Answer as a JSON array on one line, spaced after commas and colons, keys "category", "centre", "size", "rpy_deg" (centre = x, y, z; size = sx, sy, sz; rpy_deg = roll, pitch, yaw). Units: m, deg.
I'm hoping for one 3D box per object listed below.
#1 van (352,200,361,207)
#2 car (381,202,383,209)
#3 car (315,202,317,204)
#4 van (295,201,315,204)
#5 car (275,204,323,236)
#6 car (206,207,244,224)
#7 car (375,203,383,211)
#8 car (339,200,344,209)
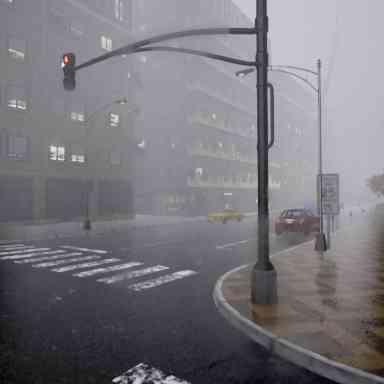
[{"category": "van", "centre": [42.138, 2.882, 85.285], "size": [1.690, 1.788, 3.998], "rpy_deg": [-2, -2, 35]}, {"category": "car", "centre": [39.209, 2.744, 66.615], "size": [2.008, 1.369, 4.403], "rpy_deg": [-2, -2, 35]}, {"category": "car", "centre": [19.390, 2.360, 52.936], "size": [1.967, 1.590, 4.097], "rpy_deg": [-2, -2, 35]}, {"category": "van", "centre": [16.134, 2.173, 48.321], "size": [1.690, 1.788, 3.998], "rpy_deg": [-2, -2, 35]}, {"category": "car", "centre": [6.658, 1.750, 20.445], "size": [1.967, 1.590, 4.097], "rpy_deg": [-2, -2, 35]}, {"category": "car", "centre": [3.018, 2.001, 29.708], "size": [1.752, 1.417, 4.829], "rpy_deg": [-2, -2, 35]}, {"category": "car", "centre": [32.699, 2.582, 57.381], "size": [1.947, 1.339, 4.313], "rpy_deg": [-2, -2, 35]}, {"category": "car", "centre": [29.154, 2.501, 66.792], "size": [2.192, 1.841, 5.009], "rpy_deg": [-2, -2, 35]}]
